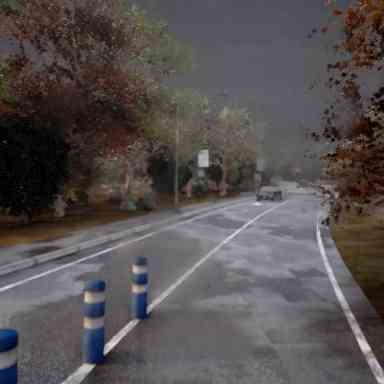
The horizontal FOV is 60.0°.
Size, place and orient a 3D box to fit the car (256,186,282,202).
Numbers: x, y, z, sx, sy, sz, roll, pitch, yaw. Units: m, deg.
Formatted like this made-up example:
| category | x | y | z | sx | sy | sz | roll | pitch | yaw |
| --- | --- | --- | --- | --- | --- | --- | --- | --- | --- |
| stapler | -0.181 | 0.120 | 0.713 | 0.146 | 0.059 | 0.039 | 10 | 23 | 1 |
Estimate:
| category | x | y | z | sx | sy | sz | roll | pitch | yaw |
| --- | --- | --- | --- | --- | --- | --- | --- | --- | --- |
| car | 7.734 | 0.157 | 33.187 | 1.837 | 1.490 | 4.892 | 0 | 3 | 26 |

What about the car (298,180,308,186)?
| category | x | y | z | sx | sy | sz | roll | pitch | yaw |
| --- | --- | --- | --- | --- | --- | --- | --- | --- | --- |
| car | 23.934 | -1.977 | 71.764 | 2.033 | 1.411 | 5.357 | 1 | 3 | 17 |
